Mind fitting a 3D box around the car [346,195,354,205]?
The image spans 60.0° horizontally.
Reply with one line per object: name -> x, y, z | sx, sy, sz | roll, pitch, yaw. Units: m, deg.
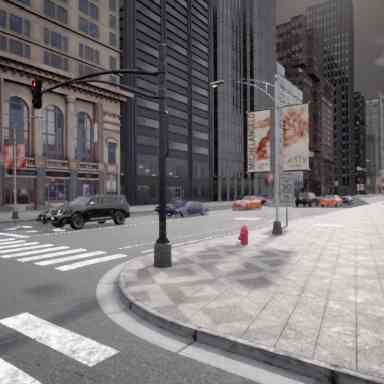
car -> 25.281, 1.333, 54.740 | 1.837, 1.490, 4.892 | -1, 0, 35

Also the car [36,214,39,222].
car -> -8.875, 1.552, 23.886 | 1.994, 1.385, 4.181 | -1, 0, 35

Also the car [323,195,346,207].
car -> 19.897, 1.189, 47.174 | 2.097, 1.767, 4.553 | -1, 0, 36

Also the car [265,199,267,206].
car -> 9.472, 1.394, 49.557 | 1.882, 1.535, 5.008 | -1, 0, 36

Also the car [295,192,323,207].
car -> 16.758, 1.084, 48.374 | 2.150, 2.045, 5.566 | -1, 0, 36

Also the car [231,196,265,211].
car -> 6.499, 1.263, 39.815 | 2.097, 1.767, 4.553 | -1, 0, 38

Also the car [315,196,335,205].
car -> 22.851, 1.399, 56.930 | 2.033, 1.411, 5.357 | -1, 0, 35

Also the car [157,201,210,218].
car -> -0.388, 1.486, 30.211 | 2.033, 1.411, 5.357 | -1, 0, 35

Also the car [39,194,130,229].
car -> -6.519, 1.187, 21.598 | 2.150, 2.045, 5.566 | -1, 0, 35

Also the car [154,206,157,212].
car -> -1.718, 1.558, 33.946 | 1.895, 1.301, 4.718 | -1, 0, 35
